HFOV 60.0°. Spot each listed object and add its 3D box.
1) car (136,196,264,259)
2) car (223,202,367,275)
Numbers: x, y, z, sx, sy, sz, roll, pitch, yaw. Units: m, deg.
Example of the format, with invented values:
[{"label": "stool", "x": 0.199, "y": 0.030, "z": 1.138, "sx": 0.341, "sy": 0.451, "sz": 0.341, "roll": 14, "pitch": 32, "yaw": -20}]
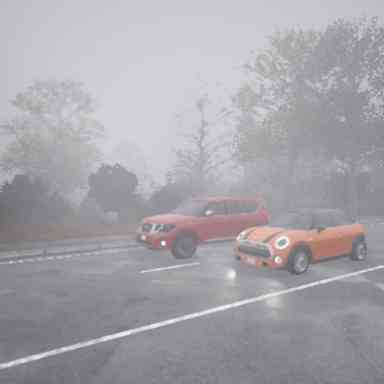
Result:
[{"label": "car", "x": 0.641, "y": 1.201, "z": 12.838, "sx": 5.566, "sy": 2.045, "sz": 2.150, "roll": 0, "pitch": 0, "yaw": -35}, {"label": "car", "x": 3.486, "y": 1.330, "z": 10.546, "sx": 4.553, "sy": 1.767, "sz": 2.097, "roll": 0, "pitch": 0, "yaw": -35}]
